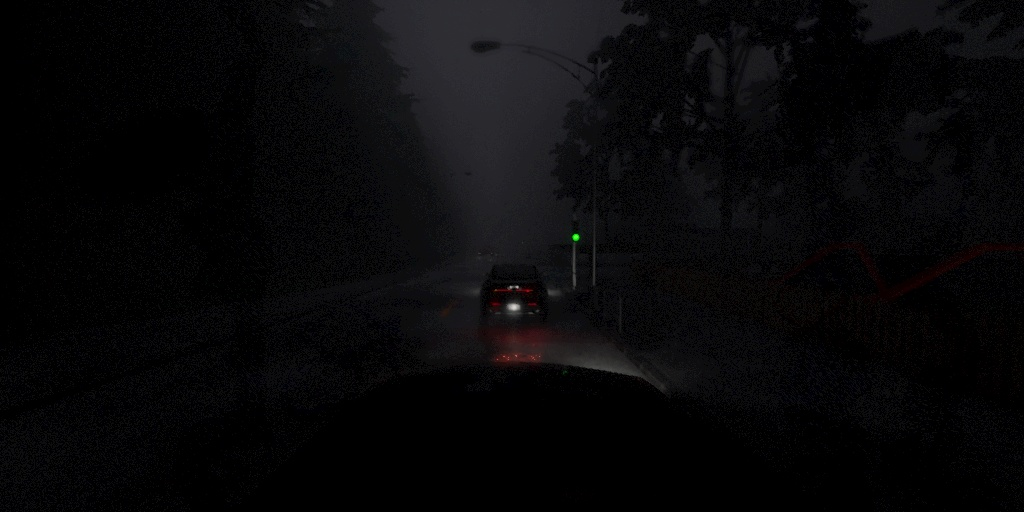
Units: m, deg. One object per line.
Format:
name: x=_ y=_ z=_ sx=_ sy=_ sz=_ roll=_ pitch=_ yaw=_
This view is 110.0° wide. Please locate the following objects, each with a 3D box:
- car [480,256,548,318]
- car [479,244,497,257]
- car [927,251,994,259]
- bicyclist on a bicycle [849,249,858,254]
car: x=0.071 y=0.928 z=11.301 sx=1.837 sy=1.490 sz=4.892 roll=0 pitch=2 yaw=0
car: x=-4.058 y=-0.952 z=57.977 sx=2.150 sy=2.045 sz=5.566 roll=0 pitch=2 yaw=1
car: x=37.277 y=0.284 z=30.120 sx=4.892 sy=1.490 sz=1.837 roll=0 pitch=2 yaw=0
bicyclist on a bicycle: x=20.706 y=0.415 z=21.718 sx=0.582 sy=1.620 sz=1.656 roll=0 pitch=2 yaw=0
